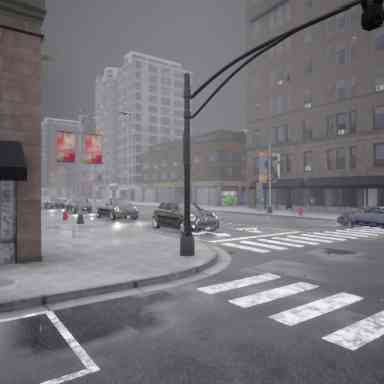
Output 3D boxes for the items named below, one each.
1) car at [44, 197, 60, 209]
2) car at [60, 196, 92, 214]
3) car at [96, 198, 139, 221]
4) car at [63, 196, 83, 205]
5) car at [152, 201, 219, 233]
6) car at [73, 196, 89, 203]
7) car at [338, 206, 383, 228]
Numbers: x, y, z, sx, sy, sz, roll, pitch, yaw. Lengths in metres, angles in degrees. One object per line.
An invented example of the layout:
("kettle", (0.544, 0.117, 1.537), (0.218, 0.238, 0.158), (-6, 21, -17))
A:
("car", (-18.277, 1.439, 44.015), (1.837, 1.490, 4.892), (0, 0, -35))
("car", (-12.216, 1.455, 35.567), (1.837, 1.490, 4.892), (0, 0, -36))
("car", (-6.156, 1.317, 27.175), (2.097, 1.767, 4.553), (0, 0, -36))
("car", (-21.379, 1.451, 59.665), (2.033, 1.411, 5.357), (0, 0, -36))
("car", (-0.471, 1.332, 19.316), (2.097, 1.767, 4.553), (0, 0, -36))
("car", (-22.173, 1.452, 66.292), (1.994, 1.385, 4.181), (0, 0, -36))
("car", (11.152, 1.545, 20.224), (1.994, 1.385, 4.181), (0, 0, -36))
